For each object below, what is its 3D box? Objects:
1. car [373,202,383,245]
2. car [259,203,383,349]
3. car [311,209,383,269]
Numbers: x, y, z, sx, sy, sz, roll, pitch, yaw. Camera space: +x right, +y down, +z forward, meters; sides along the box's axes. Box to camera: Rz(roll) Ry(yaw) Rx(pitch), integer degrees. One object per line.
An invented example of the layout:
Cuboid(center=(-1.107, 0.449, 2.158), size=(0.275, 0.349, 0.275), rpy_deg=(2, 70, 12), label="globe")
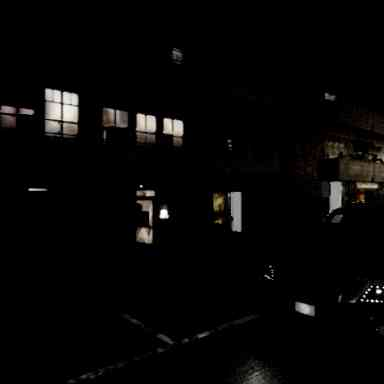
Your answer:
Cuboid(center=(10.653, 1.356, 15.494), size=(5.009, 1.841, 2.192), rpy_deg=(0, 0, -39), label="car")
Cuboid(center=(3.673, 1.250, 6.305), size=(5.566, 2.045, 2.150), rpy_deg=(0, -1, -39), label="car")
Cuboid(center=(6.293, 1.493, 11.923), size=(4.097, 1.590, 1.967), rpy_deg=(0, 0, -39), label="car")
